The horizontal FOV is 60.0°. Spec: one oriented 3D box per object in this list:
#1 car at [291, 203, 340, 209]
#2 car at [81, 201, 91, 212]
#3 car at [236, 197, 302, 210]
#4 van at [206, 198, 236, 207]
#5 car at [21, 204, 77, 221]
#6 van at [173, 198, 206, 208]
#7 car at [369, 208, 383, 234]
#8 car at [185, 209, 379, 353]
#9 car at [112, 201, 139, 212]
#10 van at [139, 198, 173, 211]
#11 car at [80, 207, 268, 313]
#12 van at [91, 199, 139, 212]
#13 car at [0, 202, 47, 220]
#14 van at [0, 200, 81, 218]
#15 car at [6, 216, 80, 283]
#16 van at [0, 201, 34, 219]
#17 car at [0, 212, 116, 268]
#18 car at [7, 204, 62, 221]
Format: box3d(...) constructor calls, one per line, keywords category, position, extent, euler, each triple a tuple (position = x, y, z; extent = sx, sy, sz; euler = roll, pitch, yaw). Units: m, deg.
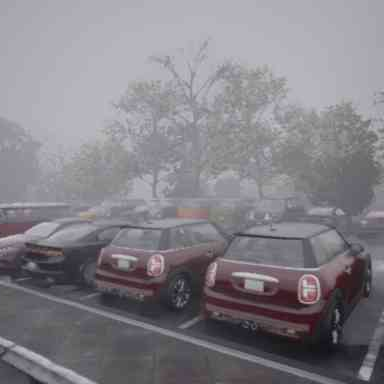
box3d(category="car", position=(7.620, 1.552, 18.844), extent=(2.097, 1.535, 5.008), euler=(-1, 0, 36))
box3d(category="car", position=(-8.234, 1.887, 29.968), extent=(1.946, 1.575, 5.366), euler=(-2, -1, 36))
box3d(category="car", position=(5.250, 1.334, 20.512), extent=(2.435, 2.045, 5.566), euler=(-1, 0, 36))
box3d(category="van", position=(3.082, 1.391, 22.242), extent=(1.878, 1.987, 4.442), euler=(-1, 0, 36))
box3d(category="car", position=(-14.887, 2.119, 34.948), extent=(2.097, 1.535, 5.008), euler=(-2, -1, 36))
box3d(category="van", position=(0.931, 1.421, 23.780), extent=(1.878, 1.987, 4.442), euler=(-1, 0, 36))
box3d(category="car", position=(9.876, 1.560, 17.234), extent=(2.002, 1.452, 4.674), euler=(-1, 0, 36))
box3d(category="car", position=(2.148, 1.397, 6.645), extent=(2.185, 1.767, 4.553), euler=(-1, 0, 36))
box3d(category="car", position=(-3.621, 1.737, 26.901), extent=(2.097, 1.535, 5.008), euler=(-2, -1, 36))
box3d(category="van", position=(-1.566, 1.455, 25.280), extent=(1.878, 1.987, 4.442), euler=(-1, -1, 36))
box3d(category="car", position=(-0.110, 1.428, 8.260), extent=(2.185, 1.767, 4.553), euler=(-1, 0, 36))
box3d(category="van", position=(-5.950, 1.588, 28.416), extent=(1.878, 1.987, 4.442), euler=(-2, -1, 36))
box3d(category="car", position=(-19.410, 2.146, 38.152), extent=(2.185, 1.767, 4.553), euler=(-2, -1, 36))
box3d(category="van", position=(-6.933, 1.424, 13.037), extent=(1.878, 1.987, 4.442), euler=(-1, 0, 36))
box3d(category="car", position=(-2.351, 1.586, 9.896), extent=(2.097, 1.535, 5.008), euler=(-1, 0, 36))
box3d(category="van", position=(-21.578, 2.122, 39.885), extent=(1.878, 1.987, 4.442), euler=(-2, -1, 36))
box3d(category="car", position=(-4.604, 1.658, 11.517), extent=(2.002, 1.452, 4.674), euler=(-1, 0, 36))
box3d(category="car", position=(-17.241, 2.199, 36.633), extent=(2.097, 1.535, 5.008), euler=(-2, -1, 36))
